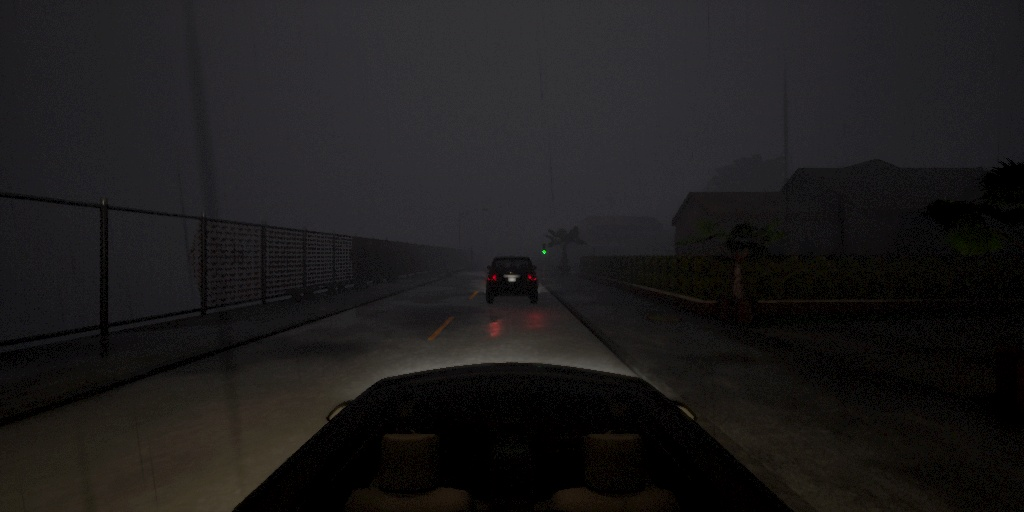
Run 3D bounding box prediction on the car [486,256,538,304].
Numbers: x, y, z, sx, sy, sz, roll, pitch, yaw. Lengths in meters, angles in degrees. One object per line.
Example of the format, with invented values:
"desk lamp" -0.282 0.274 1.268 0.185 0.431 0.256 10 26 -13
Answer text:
"car" 0.000 1.006 16.529 2.150 2.045 5.566 0 0 0
